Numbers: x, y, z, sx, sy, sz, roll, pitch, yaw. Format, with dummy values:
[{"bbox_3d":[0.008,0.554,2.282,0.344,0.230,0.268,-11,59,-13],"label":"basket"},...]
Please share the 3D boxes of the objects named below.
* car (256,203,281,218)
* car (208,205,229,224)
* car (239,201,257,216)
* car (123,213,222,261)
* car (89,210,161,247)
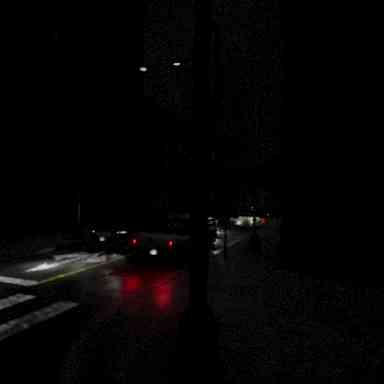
[{"bbox_3d":[8.739,2.072,36.644,1.895,1.301,4.718,1,-1,21],"label":"car"},{"bbox_3d":[1.465,1.747,25.399,1.837,1.490,4.892,1,0,21],"label":"car"},{"bbox_3d":[6.533,1.805,38.344,2.097,1.767,4.553,1,-1,22],"label":"car"},{"bbox_3d":[-0.479,1.694,12.870,1.895,1.301,4.718,1,-1,20],"label":"car"},{"bbox_3d":[-2.605,1.571,14.972,2.128,1.511,4.902,1,-1,20],"label":"car"}]
